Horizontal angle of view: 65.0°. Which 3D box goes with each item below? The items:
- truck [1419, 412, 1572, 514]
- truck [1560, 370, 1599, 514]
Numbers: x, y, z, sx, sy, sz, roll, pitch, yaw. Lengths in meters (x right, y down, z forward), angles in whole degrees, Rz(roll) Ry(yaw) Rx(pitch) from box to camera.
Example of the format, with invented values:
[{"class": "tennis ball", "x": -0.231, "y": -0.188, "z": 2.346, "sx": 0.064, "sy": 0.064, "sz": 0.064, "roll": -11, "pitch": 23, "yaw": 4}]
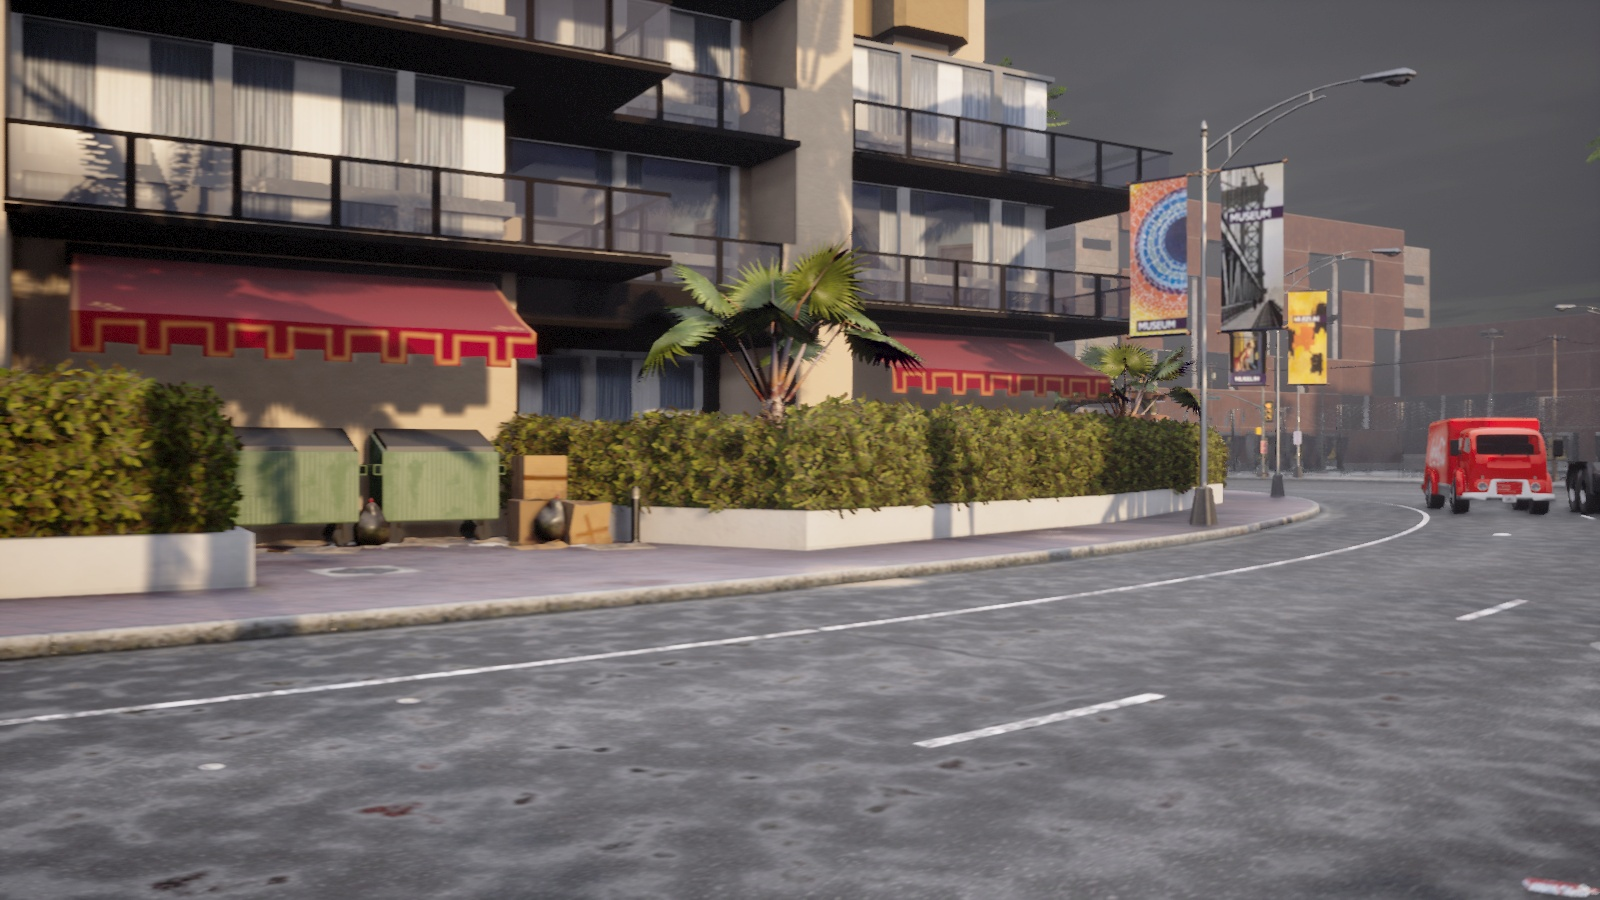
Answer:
[{"class": "truck", "x": 18.206, "y": 0.315, "z": 33.203, "sx": 2.627, "sy": 2.467, "sz": 5.204, "roll": 0, "pitch": 0, "yaw": 18}, {"class": "truck", "x": 20.809, "y": -0.196, "z": 30.202, "sx": 2.891, "sy": 3.462, "sz": 7.936, "roll": 0, "pitch": 0, "yaw": 20}]
